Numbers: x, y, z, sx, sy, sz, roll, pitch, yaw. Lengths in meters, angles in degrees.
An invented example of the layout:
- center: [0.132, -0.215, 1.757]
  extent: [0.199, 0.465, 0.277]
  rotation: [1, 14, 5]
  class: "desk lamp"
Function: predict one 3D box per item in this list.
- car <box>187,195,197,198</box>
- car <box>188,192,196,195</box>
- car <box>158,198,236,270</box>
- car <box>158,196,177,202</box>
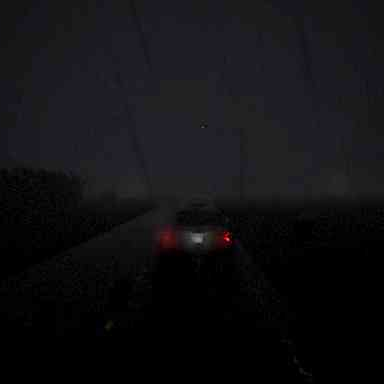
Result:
- center: [0.500, 1.259, 28.196]
  extent: [1.812, 1.442, 4.674]
  rotation: [0, 1, 2]
  class: "car"
- center: [0.024, 0.714, 74.844]
  extent: [1.812, 1.442, 4.674]
  rotation: [0, 1, 4]
  class: "car"
- center: [0.164, 1.249, 10.800]
  extent: [2.097, 1.767, 4.553]
  rotation: [0, 0, 1]
  class: "car"
- center: [-2.280, 1.176, 33.424]
  extent: [2.128, 1.511, 4.902]
  rotation: [0, 1, 2]
  class: "car"
